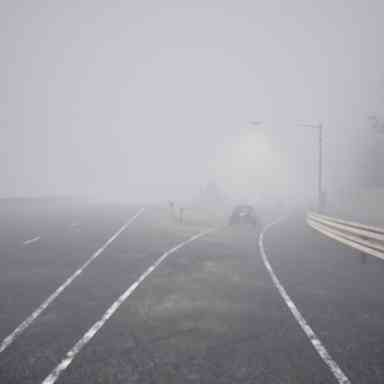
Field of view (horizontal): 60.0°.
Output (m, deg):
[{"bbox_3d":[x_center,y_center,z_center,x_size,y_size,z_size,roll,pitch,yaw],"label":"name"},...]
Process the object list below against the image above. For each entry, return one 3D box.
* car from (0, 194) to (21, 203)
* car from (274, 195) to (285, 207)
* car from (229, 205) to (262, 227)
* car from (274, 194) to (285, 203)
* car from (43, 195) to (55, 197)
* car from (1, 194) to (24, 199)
[{"bbox_3d":[-34.642,1.206,63.591,1.882,1.535,5.008,0,0,-5],"label":"car"},{"bbox_3d":[16.494,1.897,62.798,2.128,1.511,4.902,1,2,15],"label":"car"},{"bbox_3d":[4.437,1.821,26.985,2.097,1.767,4.553,1,-1,18],"label":"car"},{"bbox_3d":[19.078,1.339,72.526,2.128,1.511,4.902,1,4,13],"label":"car"},{"bbox_3d":[-27.720,1.261,64.751,1.882,1.535,5.008,0,0,-5],"label":"car"},{"bbox_3d":[-26.298,1.266,49.275,1.882,1.535,5.008,0,0,-5],"label":"car"}]
